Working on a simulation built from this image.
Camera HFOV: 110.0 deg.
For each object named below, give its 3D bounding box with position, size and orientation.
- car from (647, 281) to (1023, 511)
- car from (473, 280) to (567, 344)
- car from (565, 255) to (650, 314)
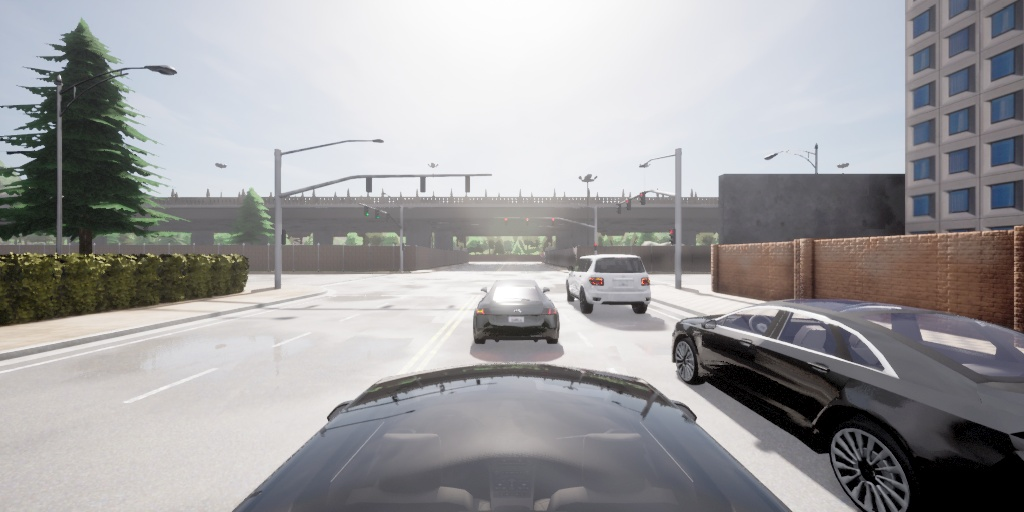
[{"bbox_3d":[3.595,1.242,4.126,2.128,1.511,4.902,0,0,0],"label":"car"},{"bbox_3d":[0.092,1.314,9.586,1.994,1.385,4.181,0,0,0],"label":"car"},{"bbox_3d":[3.488,0.971,13.931,2.150,2.045,5.566,0,0,0],"label":"car"}]
